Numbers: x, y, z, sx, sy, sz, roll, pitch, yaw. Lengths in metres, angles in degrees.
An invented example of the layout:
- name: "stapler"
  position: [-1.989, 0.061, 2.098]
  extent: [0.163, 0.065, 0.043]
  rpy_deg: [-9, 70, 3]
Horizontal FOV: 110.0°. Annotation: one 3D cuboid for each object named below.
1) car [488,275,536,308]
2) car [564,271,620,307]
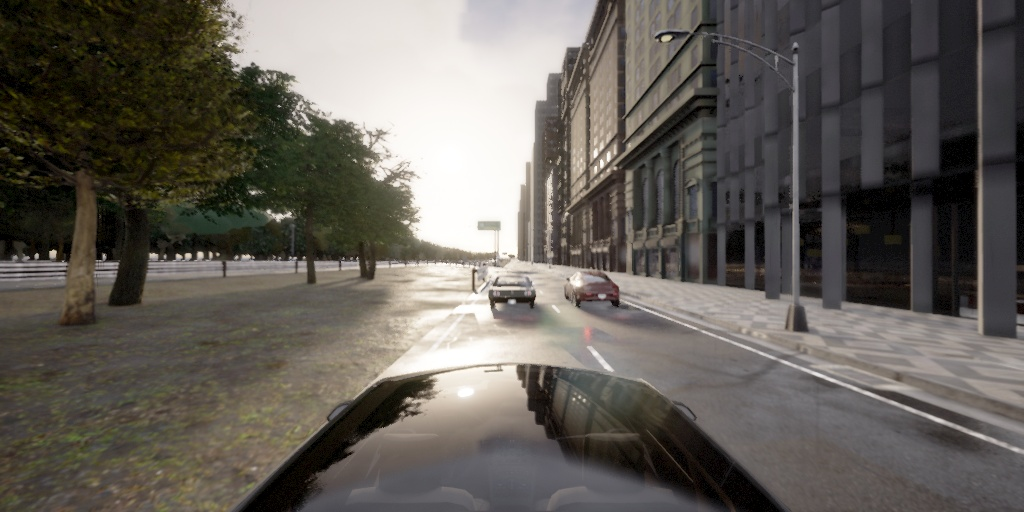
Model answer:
- name: "car"
  position: [0.010, 1.483, 15.953]
  extent: [1.895, 1.301, 4.718]
  rpy_deg: [0, 0, 0]
- name: "car"
  position: [3.511, 1.411, 16.232]
  extent: [1.812, 1.442, 4.674]
  rpy_deg: [0, 0, 0]
